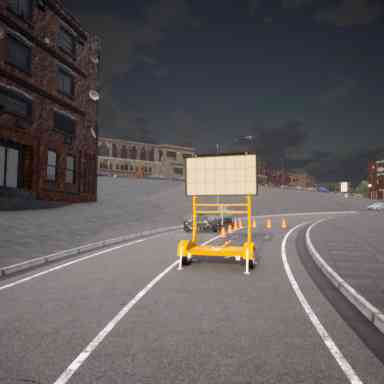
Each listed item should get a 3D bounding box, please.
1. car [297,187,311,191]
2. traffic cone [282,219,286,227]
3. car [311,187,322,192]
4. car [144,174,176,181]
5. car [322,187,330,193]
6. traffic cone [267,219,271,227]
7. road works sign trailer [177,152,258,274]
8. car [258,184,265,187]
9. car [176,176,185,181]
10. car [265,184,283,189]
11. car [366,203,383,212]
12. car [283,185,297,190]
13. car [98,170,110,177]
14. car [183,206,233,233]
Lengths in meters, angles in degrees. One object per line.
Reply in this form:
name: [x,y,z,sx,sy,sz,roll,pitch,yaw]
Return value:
car: [25.666,-0.523,80.379,4.892,1.521,2.231,4,-6,-39]
traffic cone: [6.327,2.137,22.928,0.340,0.580,0.340,-2,-1,17]
car: [29.967,-0.341,84.018,4.553,1.767,2.185,4,-6,-40]
car: [-5.970,-2.264,58.026,4.892,1.521,2.231,2,-5,-32]
car: [34.183,-0.132,87.717,5.566,2.045,2.435,5,-6,-41]
traffic cone: [5.375,2.167,23.223,0.340,0.580,0.340,-2,-1,17]
road works sign trailer: [1.003,0.528,10.974,2.380,3.560,2.880,-1,-1,18]
car: [12.490,-1.455,70.214,4.553,1.767,2.185,3,-6,-35]
car: [-1.277,-2.058,60.924,4.892,1.521,2.231,3,-5,-32]
car: [17.086,-1.031,73.610,4.792,1.488,2.163,3,-6,-37]
car: [30.005,2.491,53.631,4.674,1.442,1.812,1,-4,-30]
car: [21.451,-0.754,76.977,4.674,1.452,2.002,3,-6,-38]
car: [-15.282,-2.773,52.302,4.553,1.767,2.185,2,-5,-32]
car: [1.105,1.615,21.609,2.097,1.767,4.553,-2,-2,23]
